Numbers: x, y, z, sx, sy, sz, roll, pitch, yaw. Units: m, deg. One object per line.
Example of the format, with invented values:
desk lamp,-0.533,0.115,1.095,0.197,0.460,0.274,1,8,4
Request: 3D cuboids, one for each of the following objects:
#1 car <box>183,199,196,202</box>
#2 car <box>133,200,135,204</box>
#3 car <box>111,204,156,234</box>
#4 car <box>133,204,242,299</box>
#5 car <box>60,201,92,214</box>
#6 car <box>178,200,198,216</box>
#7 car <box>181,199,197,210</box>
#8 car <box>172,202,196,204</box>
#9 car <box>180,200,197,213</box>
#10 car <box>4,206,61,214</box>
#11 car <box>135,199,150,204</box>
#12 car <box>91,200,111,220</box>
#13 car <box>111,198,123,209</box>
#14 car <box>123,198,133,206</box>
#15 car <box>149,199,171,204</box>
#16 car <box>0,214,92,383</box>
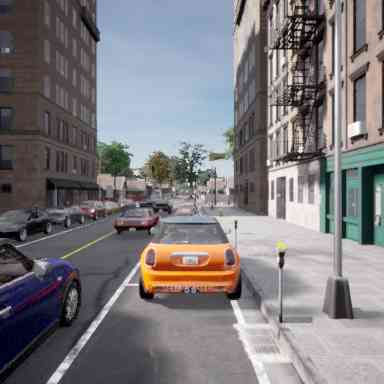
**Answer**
car,-0.383,1.531,27.562,1.752,1.417,4.829,0,0,0
car,-8.408,1.600,43.945,1.802,1.307,4.206,0,0,0
car,-2.982,1.602,19.003,1.895,1.301,4.718,0,0,0
car,-0.032,1.353,8.620,2.097,1.767,4.553,0,0,0
car,-8.408,1.553,21.869,2.008,1.369,4.403,0,0,0
car,-0.383,1.554,32.910,1.887,1.381,4.507,0,0,0
car,-0.383,1.584,43.946,1.947,1.339,4.313,0,0,0
car,-0.383,1.584,21.873,1.802,1.307,4.206,0,0,0
car,-0.383,1.596,38.428,1.802,1.307,4.206,0,0,0
car,-8.408,1.567,16.351,1.947,1.339,4.313,0,0,0
car,-5.811,1.619,44.031,1.895,1.301,4.718,0,0,1
car,-8.408,1.446,27.388,1.967,1.590,4.097,0,0,0
car,-8.408,1.535,32.737,1.752,1.417,4.829,0,0,0
car,-8.408,1.454,38.426,1.967,1.590,4.097,0,0,0
car,-2.977,1.517,34.641,1.837,1.490,4.892,0,0,0
car,-3.021,1.351,4.123,2.097,1.767,4.553,0,0,0
